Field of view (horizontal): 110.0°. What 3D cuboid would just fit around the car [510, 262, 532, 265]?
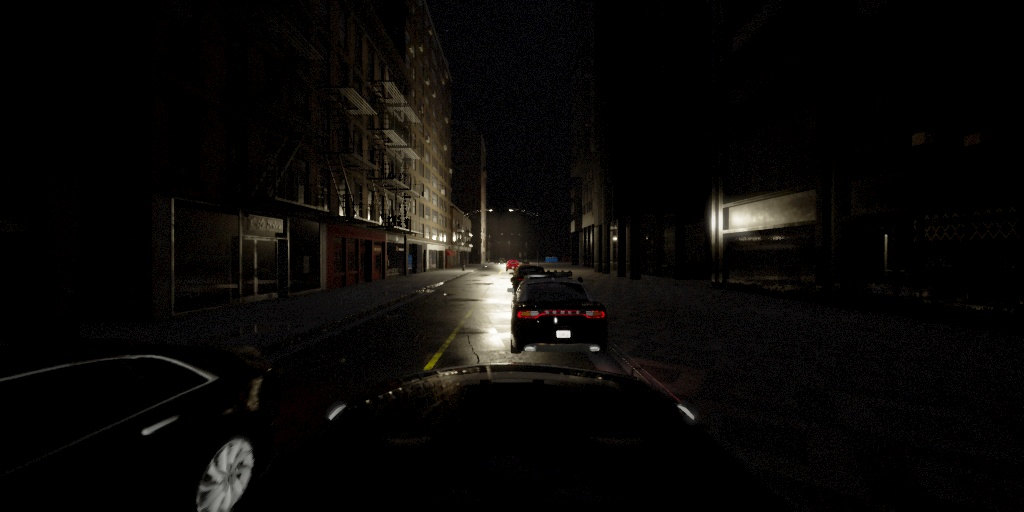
[{"bbox_3d":[0.937,1.256,18.802,1.837,1.490,4.892,0,0,0],"label":"car"}]

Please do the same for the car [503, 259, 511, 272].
[{"bbox_3d":[0.142,1.301,47.403,1.812,1.442,4.674,0,0,1],"label":"car"}]

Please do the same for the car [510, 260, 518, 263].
[{"bbox_3d":[0.952,1.209,24.993,1.801,1.575,5.366,0,0,0],"label":"car"}]

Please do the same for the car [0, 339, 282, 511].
[{"bbox_3d":[-3.005,1.255,1.269,1.837,1.490,4.892,0,0,0],"label":"car"}]

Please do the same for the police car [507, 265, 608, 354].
[{"bbox_3d":[0.913,1.175,8.912,1.930,1.638,5.238,0,0,0],"label":"police car"}]
